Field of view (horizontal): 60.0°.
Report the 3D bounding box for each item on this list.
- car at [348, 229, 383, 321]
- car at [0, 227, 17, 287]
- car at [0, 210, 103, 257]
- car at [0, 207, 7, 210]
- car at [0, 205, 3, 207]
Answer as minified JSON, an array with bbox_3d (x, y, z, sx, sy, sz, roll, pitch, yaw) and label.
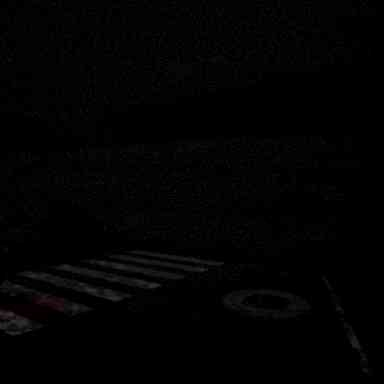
[{"bbox_3d":[4.348,1.518,6.351,2.163,1.488,4.792,0,-1,15],"label":"car"},{"bbox_3d":[-6.244,1.579,7.835,4.181,1.385,1.994,0,0,36],"label":"car"},{"bbox_3d":[-5.425,1.538,13.325,2.163,1.488,4.792,0,-1,15],"label":"car"},{"bbox_3d":[-7.870,1.554,15.095,2.002,1.452,4.674,0,-1,16],"label":"car"},{"bbox_3d":[-10.303,1.393,16.803,2.185,1.767,4.553,0,-1,15],"label":"car"}]
